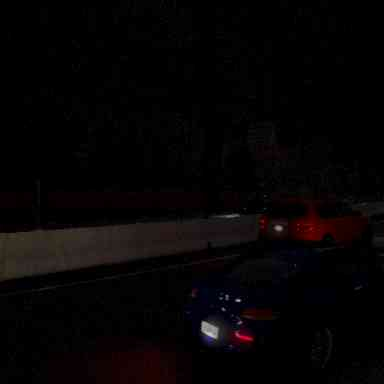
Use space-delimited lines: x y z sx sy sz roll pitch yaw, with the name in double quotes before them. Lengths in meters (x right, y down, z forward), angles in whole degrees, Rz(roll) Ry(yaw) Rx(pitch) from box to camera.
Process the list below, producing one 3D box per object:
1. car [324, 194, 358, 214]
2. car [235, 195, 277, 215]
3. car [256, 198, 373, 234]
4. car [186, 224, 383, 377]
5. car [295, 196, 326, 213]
"car" 16.618 1.276 36.892 2.150 2.045 5.566 0 -1 38
"car" 7.051 1.303 35.923 2.150 2.045 5.566 0 0 38
"car" 4.768 1.244 12.456 5.566 2.045 2.150 0 0 -42
"car" 2.024 1.536 5.555 4.674 1.442 1.812 0 0 -38
"car" 14.070 1.417 39.316 2.097 1.767 4.553 0 0 38
